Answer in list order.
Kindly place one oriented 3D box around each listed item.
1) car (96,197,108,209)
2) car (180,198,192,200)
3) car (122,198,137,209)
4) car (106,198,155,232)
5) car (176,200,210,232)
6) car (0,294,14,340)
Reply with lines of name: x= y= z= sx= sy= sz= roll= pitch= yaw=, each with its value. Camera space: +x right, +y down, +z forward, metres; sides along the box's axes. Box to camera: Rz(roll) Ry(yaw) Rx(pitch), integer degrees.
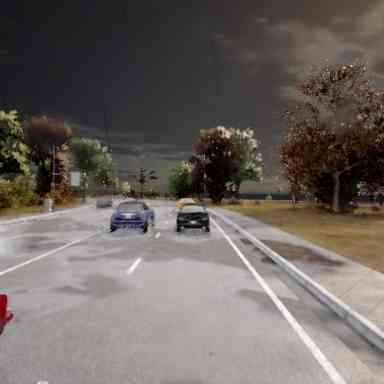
car: x=-12.208 y=1.510 z=46.529 sx=1.837 sy=1.490 sz=4.892 roll=0 pitch=-1 yaw=-7
car: x=-0.699 y=1.487 z=38.759 sx=1.882 sy=1.535 sz=5.008 roll=0 pitch=0 yaw=-4
car: x=-8.764 y=1.532 z=47.226 sx=1.812 sy=1.442 sz=4.674 roll=0 pitch=0 yaw=-7
car: x=-3.464 y=1.356 z=20.100 sx=2.097 sy=1.767 sz=4.553 roll=0 pitch=0 yaw=-1
car: x=0.034 y=1.482 z=20.375 sx=1.882 sy=1.535 sz=5.008 roll=0 pitch=0 yaw=-1
car: x=-3.402 y=1.601 z=2.486 sx=1.895 sy=1.301 sz=4.718 roll=0 pitch=0 yaw=0
